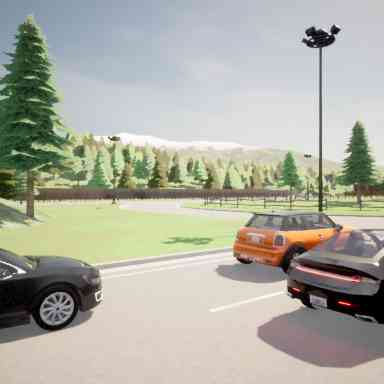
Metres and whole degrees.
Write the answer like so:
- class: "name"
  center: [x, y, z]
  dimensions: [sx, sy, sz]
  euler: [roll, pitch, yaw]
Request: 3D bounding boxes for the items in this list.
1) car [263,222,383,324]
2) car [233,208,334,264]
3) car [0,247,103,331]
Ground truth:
- class: "car"
  center: [3.958, 1.492, 6.600]
  dimensions: [4.902, 1.511, 2.128]
  euler: [0, 0, -35]
- class: "car"
  center: [3.522, 1.352, 10.575]
  dimensions: [4.553, 1.767, 2.097]
  euler: [0, 0, -35]
- class: "car"
  center: [-3.899, 1.505, 5.265]
  dimensions: [4.892, 1.490, 1.837]
  euler: [0, 0, -35]
